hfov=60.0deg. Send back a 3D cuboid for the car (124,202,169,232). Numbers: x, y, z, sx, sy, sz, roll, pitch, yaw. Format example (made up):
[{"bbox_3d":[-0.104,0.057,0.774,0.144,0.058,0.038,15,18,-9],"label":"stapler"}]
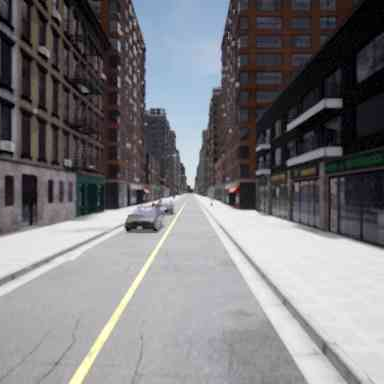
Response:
[{"bbox_3d":[-2.801,1.568,20.562,2.033,1.411,5.357,0,0,1],"label":"car"}]

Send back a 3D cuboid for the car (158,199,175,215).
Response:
[{"bbox_3d":[-2.778,1.539,34.591,2.128,1.511,4.902,0,0,0],"label":"car"}]
